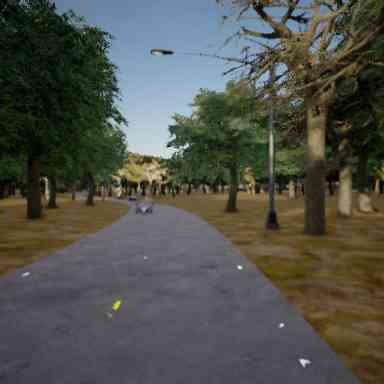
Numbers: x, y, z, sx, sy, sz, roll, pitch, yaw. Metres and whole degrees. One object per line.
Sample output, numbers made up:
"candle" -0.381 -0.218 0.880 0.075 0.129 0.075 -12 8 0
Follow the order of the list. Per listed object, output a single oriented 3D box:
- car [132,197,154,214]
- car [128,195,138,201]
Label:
"car" -5.243 1.621 36.654 2.128 1.511 4.902 0 0 -7
"car" -13.674 1.407 77.427 2.097 1.767 4.553 0 0 -17
